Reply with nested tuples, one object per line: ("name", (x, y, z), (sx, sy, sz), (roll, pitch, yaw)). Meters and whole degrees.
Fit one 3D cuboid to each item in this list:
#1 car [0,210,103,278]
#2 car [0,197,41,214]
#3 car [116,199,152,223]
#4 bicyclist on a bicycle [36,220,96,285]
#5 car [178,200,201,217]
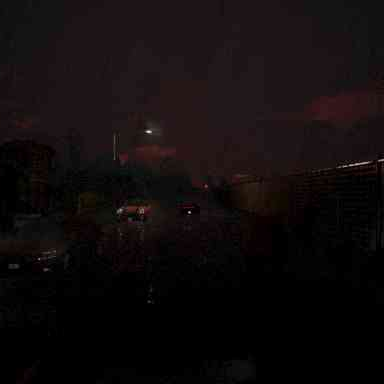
("car", (-4.217, 1.477, 10.369), (1.882, 1.535, 5.008), (0, 0, 0))
("car", (-14.869, 1.174, 28.344), (3.633, 1.501, 1.845), (0, 0, -3))
("car", (-4.357, 1.351, 25.523), (2.097, 1.767, 4.553), (0, 0, 0))
("bicyclist on a bicycle", (-3.099, 1.482, 8.387), (0.582, 1.620, 1.656), (14, 12, 39))
("car", (-0.237, 1.505, 31.063), (1.837, 1.490, 4.892), (0, 0, -1))
